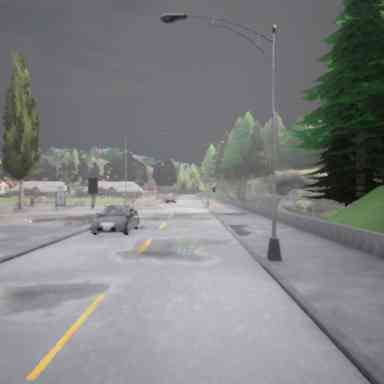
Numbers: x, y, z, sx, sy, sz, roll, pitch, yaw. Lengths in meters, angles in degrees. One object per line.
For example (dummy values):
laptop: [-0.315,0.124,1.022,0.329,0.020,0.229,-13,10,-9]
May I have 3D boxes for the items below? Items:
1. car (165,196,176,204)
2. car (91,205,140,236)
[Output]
car: [-3.983,1.425,62.105,1.882,1.535,5.008,0,0,0]
car: [-4.088,1.475,18.411,2.128,1.511,4.902,0,0,0]
